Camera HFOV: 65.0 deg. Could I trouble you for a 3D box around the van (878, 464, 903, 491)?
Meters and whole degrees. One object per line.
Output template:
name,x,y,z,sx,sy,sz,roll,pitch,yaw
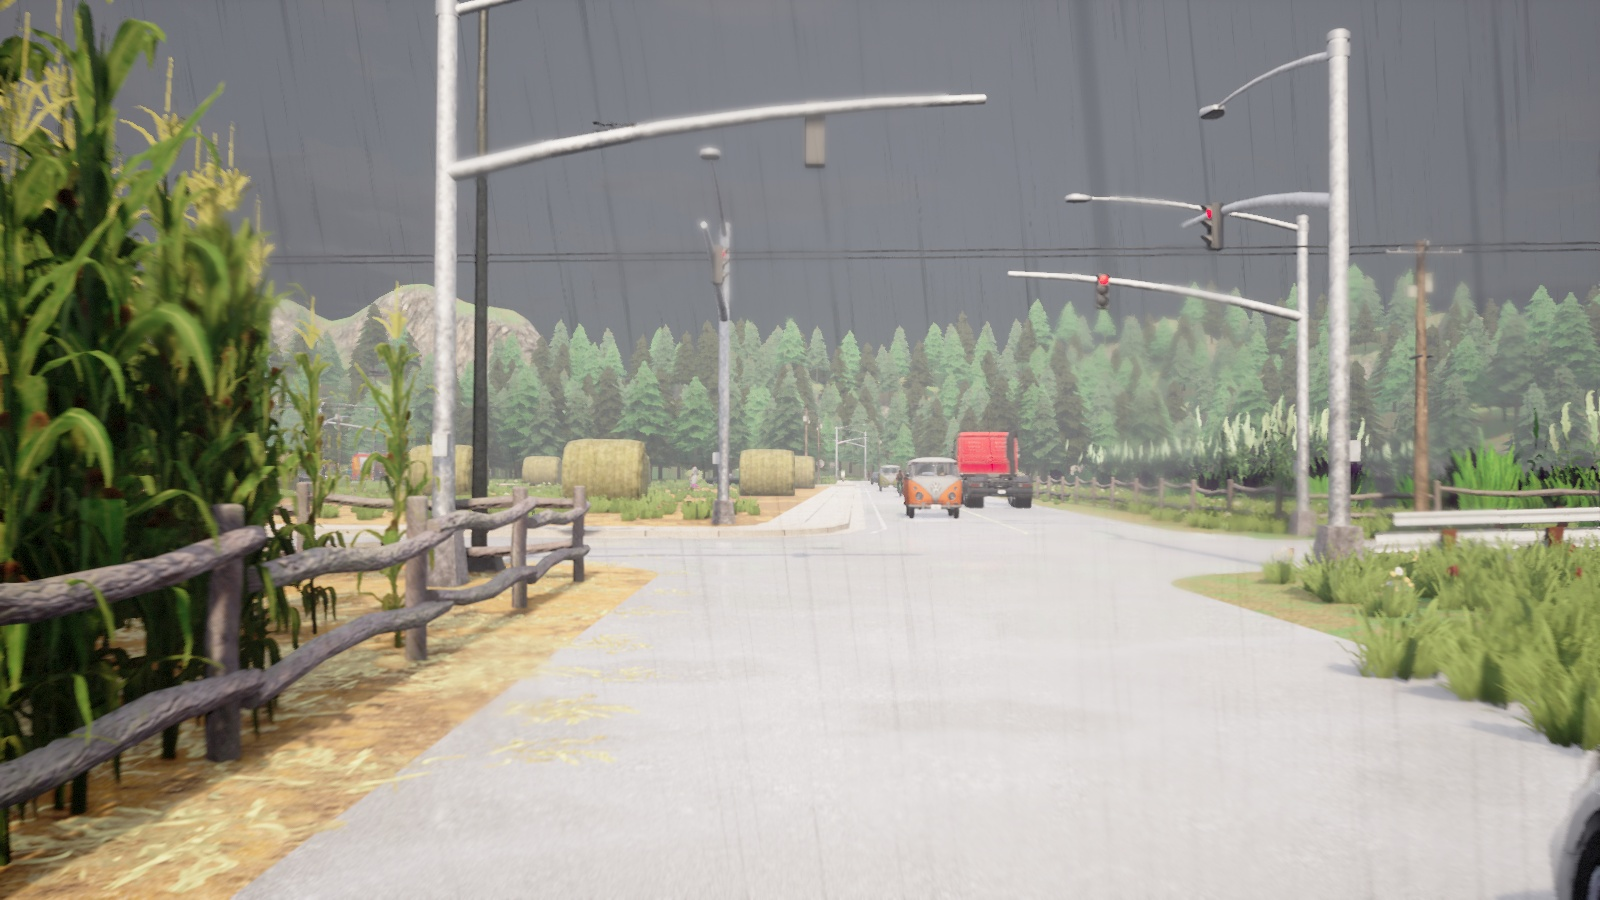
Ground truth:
van,6.888,2.106,95.644,1.775,1.987,4.442,0,-1,3

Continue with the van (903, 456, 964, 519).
van,4.425,1.221,42.192,1.775,1.987,4.442,0,-1,3

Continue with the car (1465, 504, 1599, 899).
car,3.096,0.858,1.773,1.812,1.442,4.674,0,-1,0

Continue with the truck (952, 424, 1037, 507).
truck,8.571,0.704,56.182,2.891,3.462,7.936,0,-1,3
